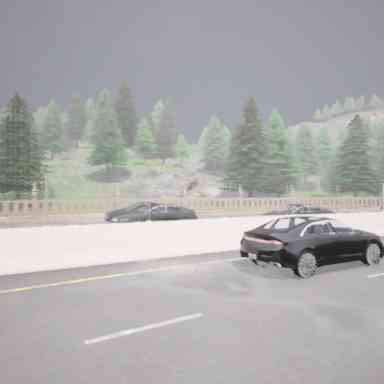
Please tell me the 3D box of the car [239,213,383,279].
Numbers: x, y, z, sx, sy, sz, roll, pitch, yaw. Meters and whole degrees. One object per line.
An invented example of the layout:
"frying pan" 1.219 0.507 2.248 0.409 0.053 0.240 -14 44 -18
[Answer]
"car" 3.671 1.469 9.925 4.902 1.511 2.128 0 0 -30

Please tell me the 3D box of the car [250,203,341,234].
"car" 6.015 1.447 19.272 4.902 1.511 2.128 0 0 -26

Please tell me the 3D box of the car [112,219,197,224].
"car" -2.037 1.423 18.948 4.902 1.511 2.128 0 0 -29
